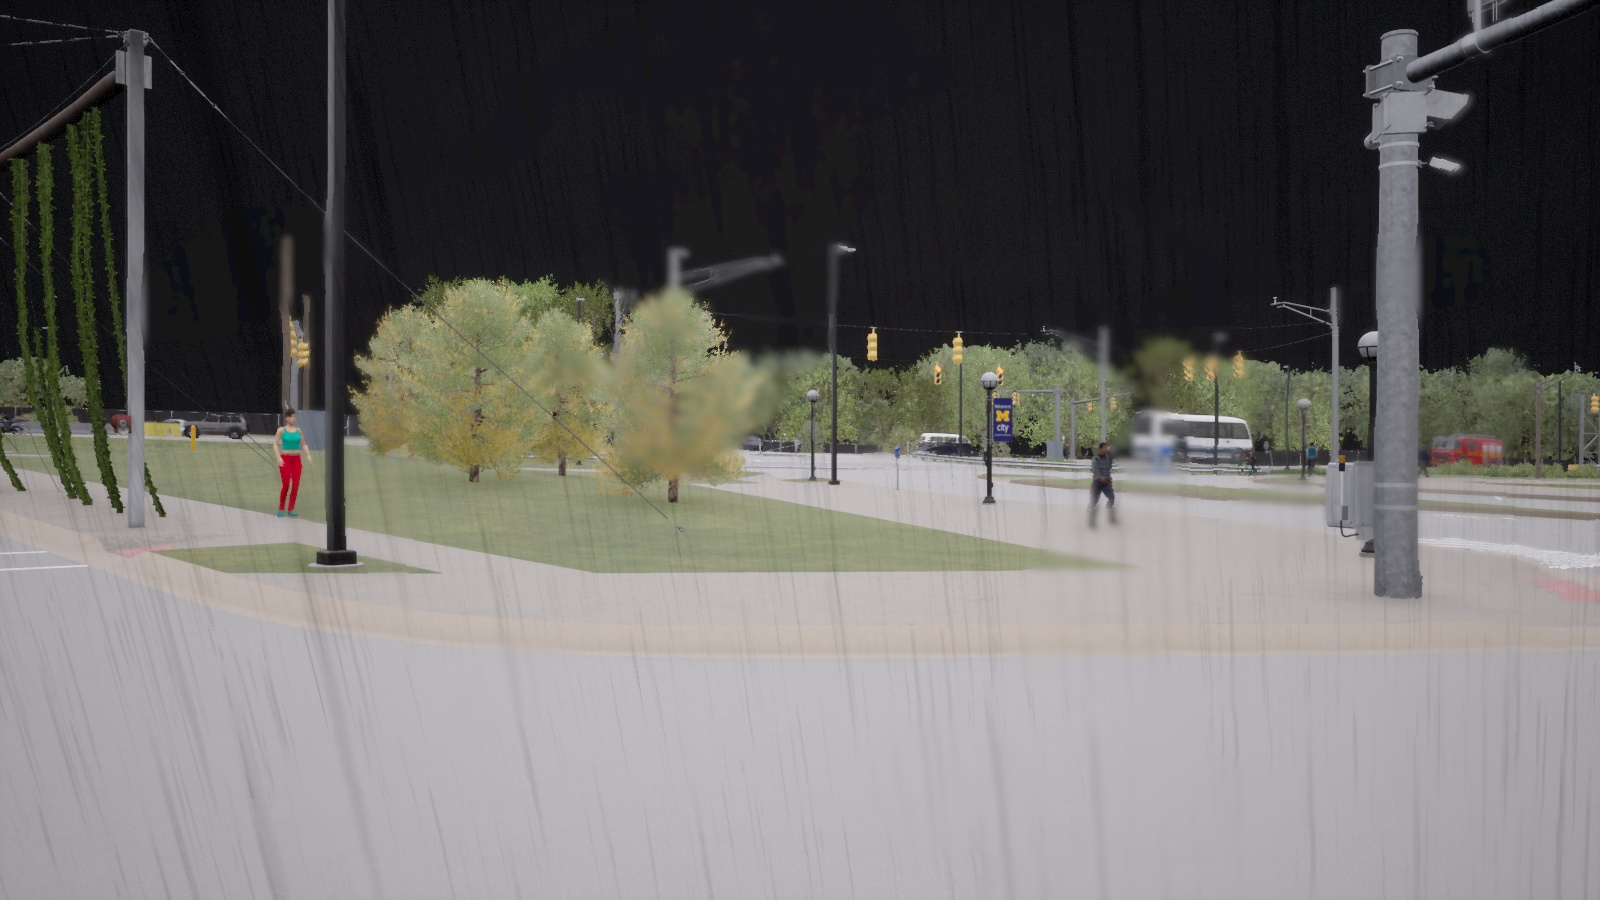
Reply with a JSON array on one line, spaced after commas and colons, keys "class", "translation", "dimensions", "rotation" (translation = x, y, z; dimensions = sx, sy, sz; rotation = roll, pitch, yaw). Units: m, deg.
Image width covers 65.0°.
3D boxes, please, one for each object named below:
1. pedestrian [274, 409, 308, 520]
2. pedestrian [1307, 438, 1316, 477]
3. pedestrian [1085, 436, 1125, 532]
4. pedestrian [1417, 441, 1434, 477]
[{"class": "pedestrian", "translation": [-8.600, 0.239, 21.205], "dimensions": [0.345, 1.836, 0.594], "rotation": [0, 0, -43]}, {"class": "pedestrian", "translation": [25.452, 0.346, 62.466], "dimensions": [0.396, 1.930, 0.692], "rotation": [0, 0, 23]}, {"class": "pedestrian", "translation": [6.237, 0.682, 25.719], "dimensions": [0.423, 1.949, 0.788], "rotation": [0, 0, -21]}, {"class": "pedestrian", "translation": [32.119, 0.475, 64.481], "dimensions": [0.726, 1.842, 0.402], "rotation": [0, 0, -17]}]
